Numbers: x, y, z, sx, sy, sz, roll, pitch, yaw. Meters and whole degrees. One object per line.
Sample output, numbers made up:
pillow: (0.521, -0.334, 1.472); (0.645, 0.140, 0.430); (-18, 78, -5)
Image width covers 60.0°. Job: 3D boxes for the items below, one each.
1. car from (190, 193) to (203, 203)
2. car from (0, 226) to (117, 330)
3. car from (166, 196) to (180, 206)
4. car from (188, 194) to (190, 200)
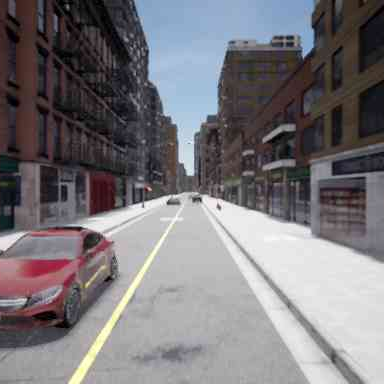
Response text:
car: (0.966, 1.268, 61.055); (1.837, 1.490, 4.892); (0, 0, 0)
car: (-2.848, 1.502, 7.025); (1.812, 1.442, 4.674); (0, 0, 0)
car: (-2.806, 1.376, 50.869); (1.994, 1.385, 4.181); (0, 0, 0)
car: (0.013, 1.077, 79.268); (2.033, 1.411, 5.357); (0, 0, 0)
